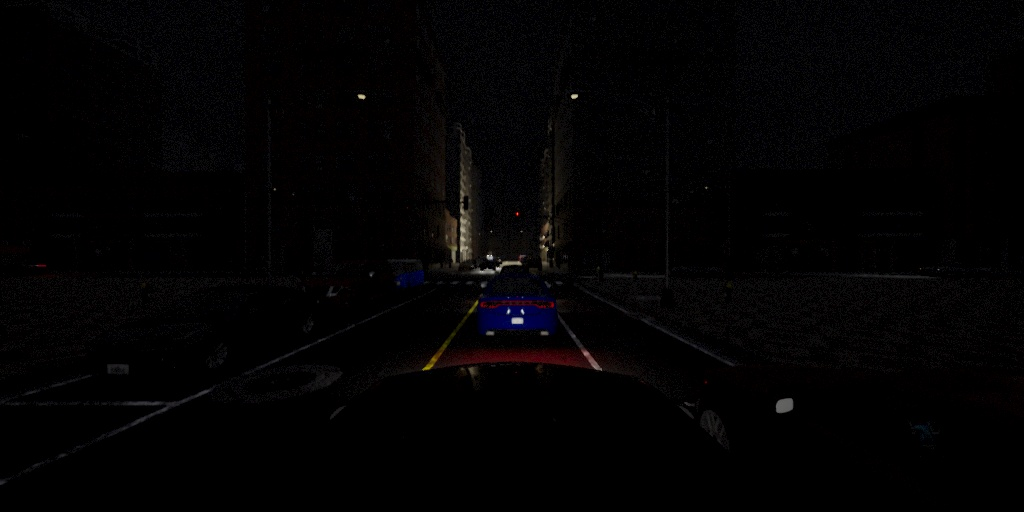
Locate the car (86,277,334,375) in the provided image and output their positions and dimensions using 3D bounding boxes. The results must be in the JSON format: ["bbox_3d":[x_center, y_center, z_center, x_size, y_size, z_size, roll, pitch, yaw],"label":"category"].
[{"bbox_3d":[-5.845,1.305,7.506,1.948,1.339,4.313,0,0,0],"label":"car"}]

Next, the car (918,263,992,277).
[{"bbox_3d":[40.360,1.273,32.786,4.718,1.301,1.895,0,0,1],"label":"car"}]

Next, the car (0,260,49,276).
[{"bbox_3d":[-47.484,1.126,34.290,4.902,1.511,2.128,0,0,1],"label":"car"}]

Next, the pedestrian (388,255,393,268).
[{"bbox_3d":[-12.476,0.783,36.765,0.375,1.860,0.375,0,0,1],"label":"pedestrian"}]

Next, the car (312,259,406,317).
[{"bbox_3d":[-5.833,1.044,13.146,2.192,1.841,5.009,0,0,0],"label":"car"}]

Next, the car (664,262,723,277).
[{"bbox_3d":[16.706,1.254,33.223,4.718,1.301,1.895,0,0,1],"label":"car"}]

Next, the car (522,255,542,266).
[{"bbox_3d":[2.762,0.923,45.759,2.192,1.841,5.009,0,0,0],"label":"car"}]

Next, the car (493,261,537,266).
[{"bbox_3d":[0.134,1.221,19.223,1.837,1.490,4.892,0,0,0],"label":"car"}]

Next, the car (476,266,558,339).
[{"bbox_3d":[0.117,1.213,10.022,1.882,1.535,5.008,0,0,0],"label":"car"}]

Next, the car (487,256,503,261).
[{"bbox_3d":[-2.957,1.156,57.948,1.895,1.301,4.718,0,0,0],"label":"car"}]

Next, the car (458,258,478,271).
[{"bbox_3d":[-5.764,1.134,45.635,1.751,1.417,4.829,0,0,0],"label":"car"}]

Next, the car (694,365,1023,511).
[{"bbox_3d":[2.668,1.295,1.823,1.888,1.381,4.507,0,0,0],"label":"car"}]

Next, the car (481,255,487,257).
[{"bbox_3d":[-5.727,1.058,62.600,1.751,1.417,4.829,0,0,0],"label":"car"}]

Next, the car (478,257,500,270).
[{"bbox_3d":[-3.002,1.155,46.171,2.033,1.411,5.357,0,0,0],"label":"car"}]

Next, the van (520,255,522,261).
[{"bbox_3d":[2.798,0.874,62.730,1.690,1.789,3.998,0,0,0],"label":"van"}]

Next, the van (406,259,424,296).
[{"bbox_3d":[-5.821,1.058,18.787,1.690,1.789,3.998,0,0,0],"label":"van"}]
